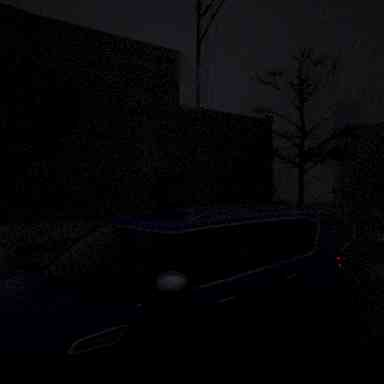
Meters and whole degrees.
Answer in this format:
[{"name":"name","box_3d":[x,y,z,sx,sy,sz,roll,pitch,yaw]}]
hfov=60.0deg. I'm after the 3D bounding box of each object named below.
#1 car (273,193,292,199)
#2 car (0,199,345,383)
[{"name":"car","box_3d":[12.721,1.278,48.365,1.882,1.535,5.008,1,-1,-15]},{"name":"car","box_3d":[-0.256,1.229,4.044,5.566,2.045,2.150,0,0,-40]}]
